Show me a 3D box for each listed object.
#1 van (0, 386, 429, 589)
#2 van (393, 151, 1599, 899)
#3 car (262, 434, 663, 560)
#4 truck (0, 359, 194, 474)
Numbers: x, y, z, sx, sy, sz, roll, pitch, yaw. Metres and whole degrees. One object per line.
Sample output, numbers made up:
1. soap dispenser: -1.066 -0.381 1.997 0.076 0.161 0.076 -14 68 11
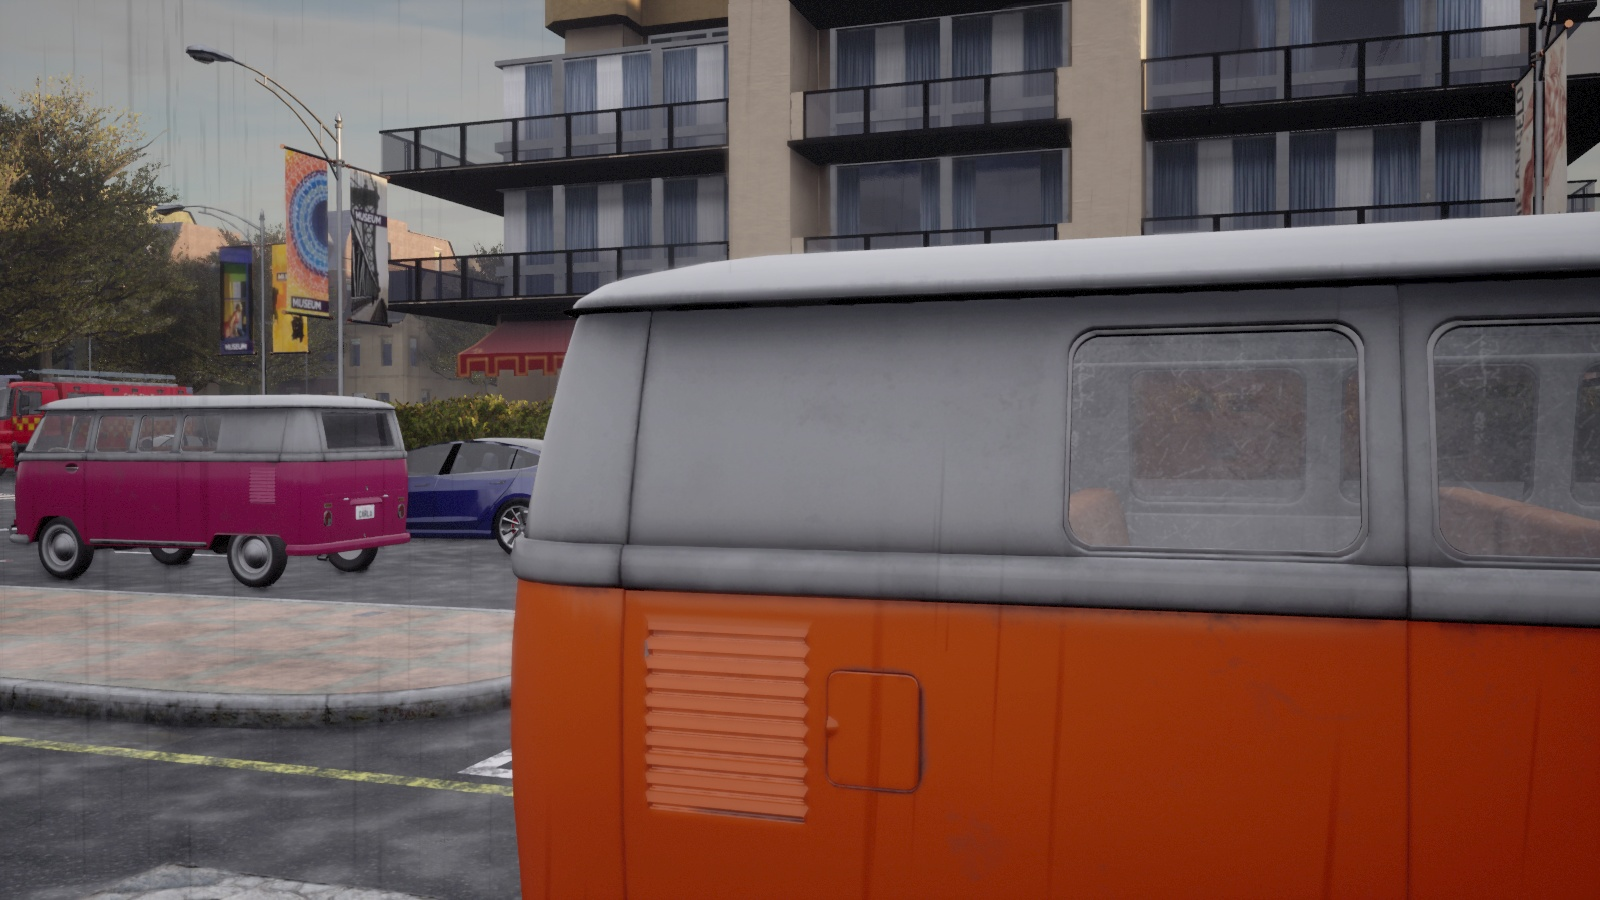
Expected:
1. van: -6.511 0.334 13.820 4.442 1.987 1.775 1 1 19
2. van: 1.570 0.543 2.661 4.442 1.987 1.775 1 1 19
3. car: -4.484 0.540 16.834 4.792 1.488 2.163 1 1 19
4. truck: -26.770 -1.180 46.298 2.891 3.827 8.468 1 1 18
